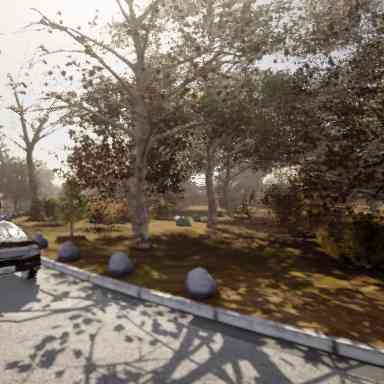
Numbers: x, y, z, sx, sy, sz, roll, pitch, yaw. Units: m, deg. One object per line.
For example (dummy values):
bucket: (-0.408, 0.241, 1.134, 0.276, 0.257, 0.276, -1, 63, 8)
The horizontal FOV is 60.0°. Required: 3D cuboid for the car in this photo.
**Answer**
car: (-5.804, 1.519, 9.033, 4.902, 1.511, 2.128, 0, 0, 44)
